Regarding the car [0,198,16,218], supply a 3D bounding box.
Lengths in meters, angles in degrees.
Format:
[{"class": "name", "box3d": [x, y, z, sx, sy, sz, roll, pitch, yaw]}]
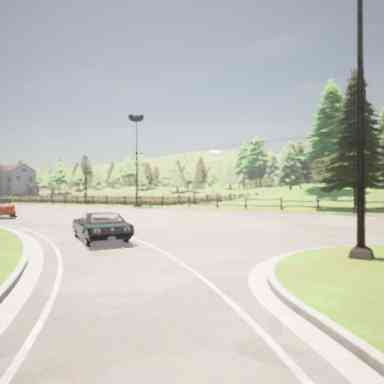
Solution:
[{"class": "car", "box3d": [-17.228, 1.325, 28.747, 4.553, 1.767, 2.097, 0, 0, 36]}]

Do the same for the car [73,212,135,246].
[{"class": "car", "box3d": [-4.220, 1.553, 15.220, 1.895, 1.301, 4.718, -1, 0, -28]}]
